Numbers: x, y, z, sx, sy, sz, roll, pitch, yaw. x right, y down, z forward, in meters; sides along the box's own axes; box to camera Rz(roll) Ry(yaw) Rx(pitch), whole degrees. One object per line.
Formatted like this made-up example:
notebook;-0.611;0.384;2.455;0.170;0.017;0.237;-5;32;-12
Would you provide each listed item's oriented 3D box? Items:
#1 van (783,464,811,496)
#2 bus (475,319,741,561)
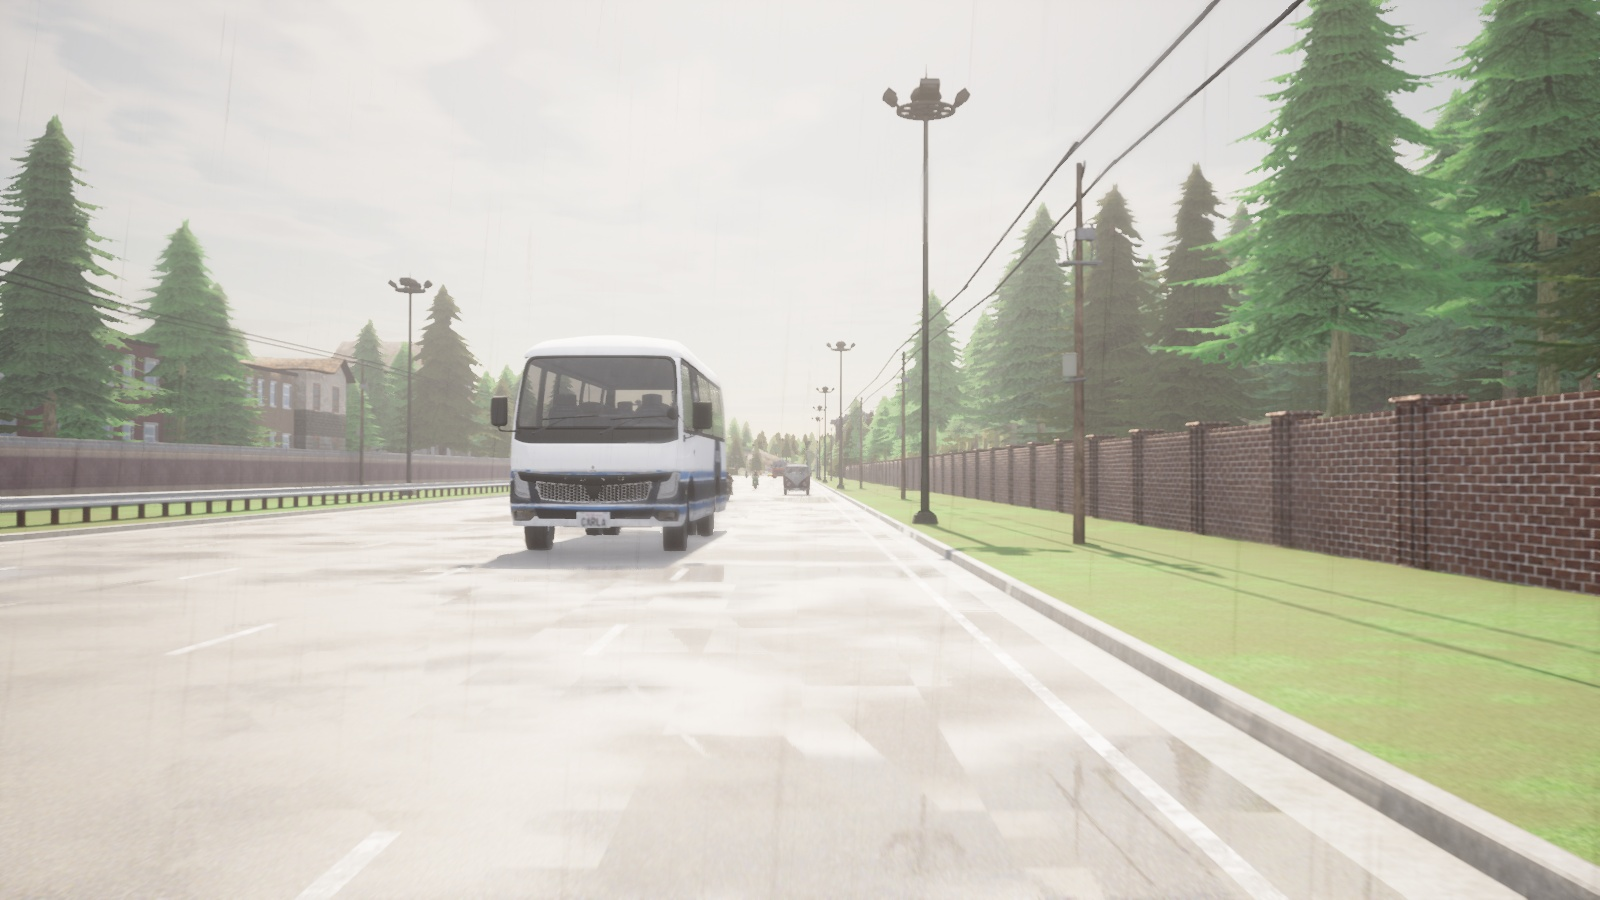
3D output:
van;-0.197;1.936;81.737;1.775;1.987;4.442;0;-1;0
bus;-3.633;-0.091;27.252;3.944;4.253;10.273;0;-1;1
